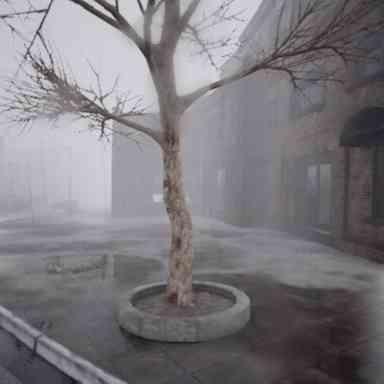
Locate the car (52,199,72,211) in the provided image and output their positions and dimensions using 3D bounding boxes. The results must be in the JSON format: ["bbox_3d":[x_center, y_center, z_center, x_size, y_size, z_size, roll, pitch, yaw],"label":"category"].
[{"bbox_3d":[-16.860,1.716,44.367,1.812,1.442,4.674,1,0,8],"label":"car"}]

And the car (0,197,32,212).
[{"bbox_3d":[-20.861,1.423,39.047,2.097,1.767,4.553,1,0,4],"label":"car"}]
